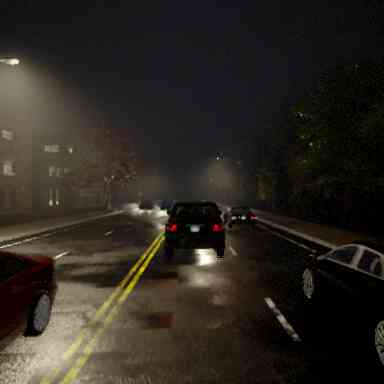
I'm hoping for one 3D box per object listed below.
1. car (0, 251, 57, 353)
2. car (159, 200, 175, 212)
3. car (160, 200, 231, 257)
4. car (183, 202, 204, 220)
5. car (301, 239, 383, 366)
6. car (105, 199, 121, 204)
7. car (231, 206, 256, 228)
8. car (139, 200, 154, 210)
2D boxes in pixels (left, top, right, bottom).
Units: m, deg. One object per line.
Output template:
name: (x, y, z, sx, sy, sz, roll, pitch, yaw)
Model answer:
car: (-3.351, 1.512, 3.932, 1.882, 1.535, 5.008, 0, 0, 0)
car: (-3.414, 1.874, 46.831, 1.882, 1.535, 5.008, 0, -1, 0)
car: (0.099, 1.338, 13.619, 2.150, 2.045, 5.566, 0, 0, 0)
car: (0.098, 1.774, 31.814, 1.837, 1.490, 4.892, 0, 0, 0)
car: (3.349, 1.539, 5.539, 2.128, 1.511, 4.902, 0, 0, 0)
car: (-20.700, 2.556, 86.716, 4.313, 1.339, 1.947, -1, 1, -1)
car: (3.347, 1.752, 24.068, 2.033, 1.411, 5.357, 0, 0, 0)
car: (-6.693, 1.967, 49.452, 2.033, 1.411, 5.357, 0, 0, 0)
